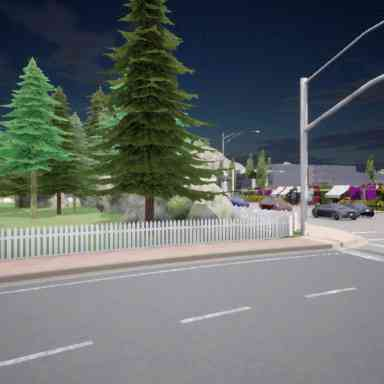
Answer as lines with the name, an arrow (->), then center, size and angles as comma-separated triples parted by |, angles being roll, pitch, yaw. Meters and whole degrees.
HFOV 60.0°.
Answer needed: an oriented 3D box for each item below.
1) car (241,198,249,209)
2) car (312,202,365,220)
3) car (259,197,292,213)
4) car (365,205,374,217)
car -> 6.495, 1.533, 47.632 | 1.882, 1.535, 5.008 | 0, 0, -17
car -> 12.156, 1.619, 28.441 | 1.994, 1.385, 4.181 | 0, 0, -16
car -> 9.413, 1.408, 37.735 | 2.097, 1.767, 4.553 | 0, 0, -16
car -> 15.084, 1.619, 31.585 | 1.994, 1.385, 4.181 | 0, 0, -16
